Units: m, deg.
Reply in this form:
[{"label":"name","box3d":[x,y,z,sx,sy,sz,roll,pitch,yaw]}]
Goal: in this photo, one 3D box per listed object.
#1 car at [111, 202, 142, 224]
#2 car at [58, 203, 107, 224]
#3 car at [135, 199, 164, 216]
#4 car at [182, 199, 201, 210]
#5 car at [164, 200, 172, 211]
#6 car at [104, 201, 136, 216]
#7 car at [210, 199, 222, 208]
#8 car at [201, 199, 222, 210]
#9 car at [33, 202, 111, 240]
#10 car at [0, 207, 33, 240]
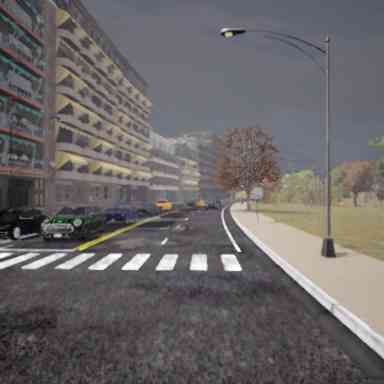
[{"label":"car","box3d":[-5.658,1.770,26.690,1.895,1.301,4.718,0,0,4]},{"label":"car","box3d":[-8.853,1.720,27.516,2.033,1.411,5.357,0,0,4]},{"label":"car","box3d":[-4.885,1.790,36.310,2.033,1.411,5.357,0,0,5]},{"label":"car","box3d":[-0.295,1.845,48.988,2.128,1.511,4.902,0,-1,7]},{"label":"car","box3d":[-3.991,1.794,45.256,1.882,1.535,5.008,0,0,6]},{"label":"car","box3d":[-8.019,1.796,37.638,2.033,1.411,5.357,0,0,5]},{"label":"car","box3d":[4.332,1.984,59.220,1.812,1.442,4.674,0,-1,9]},{"label":"car","box3d":[2.938,1.903,48.649,2.033,1.411,5.357,0,-1,7]},{"label":"car","box3d":[-6.139,1.455,17.712,2.097,1.767,4.553,0,0,3]},{"label":"car","box3d":[-9.390,1.606,17.784,1.837,1.490,4.892,0,0,2]}]
